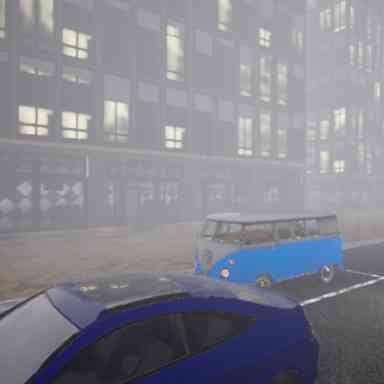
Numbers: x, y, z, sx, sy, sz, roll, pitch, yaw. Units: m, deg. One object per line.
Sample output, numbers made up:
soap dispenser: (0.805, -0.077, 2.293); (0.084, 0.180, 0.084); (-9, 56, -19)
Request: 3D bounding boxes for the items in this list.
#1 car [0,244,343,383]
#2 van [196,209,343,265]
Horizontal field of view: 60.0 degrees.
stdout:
car: (-0.811, 1.526, 2.797); (4.674, 1.442, 1.812); (0, 0, -35)
van: (1.895, 1.337, 7.909); (3.998, 1.788, 1.690); (0, 0, -36)
